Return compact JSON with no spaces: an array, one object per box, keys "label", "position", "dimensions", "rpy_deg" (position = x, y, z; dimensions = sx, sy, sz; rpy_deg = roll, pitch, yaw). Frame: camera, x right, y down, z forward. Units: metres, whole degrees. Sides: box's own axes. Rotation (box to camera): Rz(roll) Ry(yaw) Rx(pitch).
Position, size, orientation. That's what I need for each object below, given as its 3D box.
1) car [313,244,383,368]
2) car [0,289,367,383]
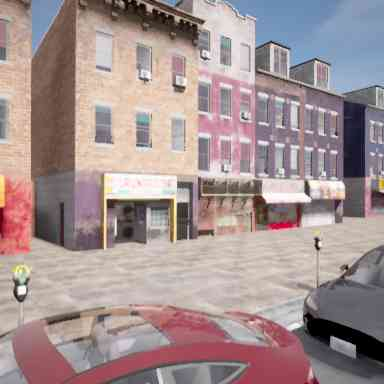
[{"label":"car","position":[3.661,1.563,5.417],"dimensions":[4.313,1.339,1.947],"rpy_deg":[0,0,-35]},{"label":"car","position":[-0.844,1.579,2.205],"dimensions":[4.206,1.307,1.802],"rpy_deg":[0,0,-35]}]
